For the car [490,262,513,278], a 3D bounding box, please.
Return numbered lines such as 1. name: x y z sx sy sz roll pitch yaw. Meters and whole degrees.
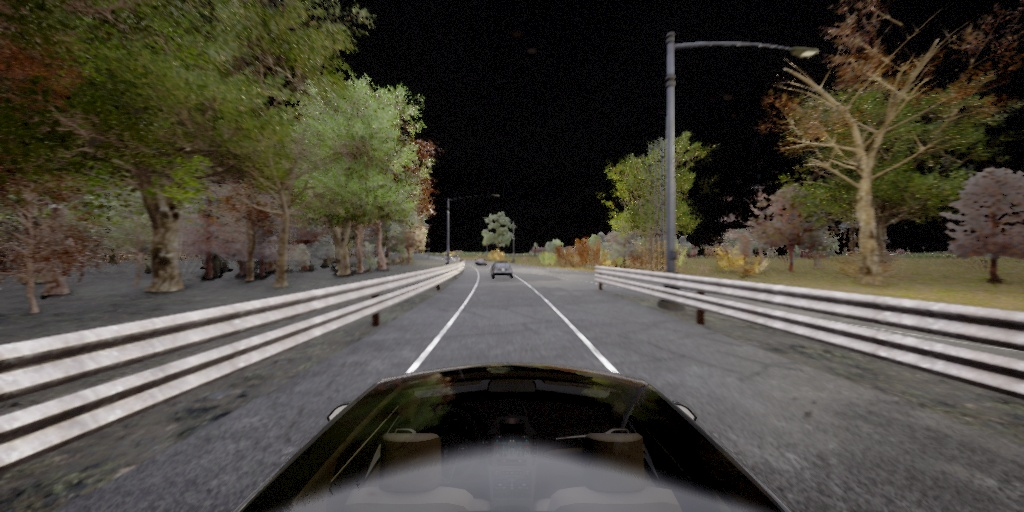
1. car: -1.015 1.244 32.835 2.033 1.411 5.357 0 0 -6
